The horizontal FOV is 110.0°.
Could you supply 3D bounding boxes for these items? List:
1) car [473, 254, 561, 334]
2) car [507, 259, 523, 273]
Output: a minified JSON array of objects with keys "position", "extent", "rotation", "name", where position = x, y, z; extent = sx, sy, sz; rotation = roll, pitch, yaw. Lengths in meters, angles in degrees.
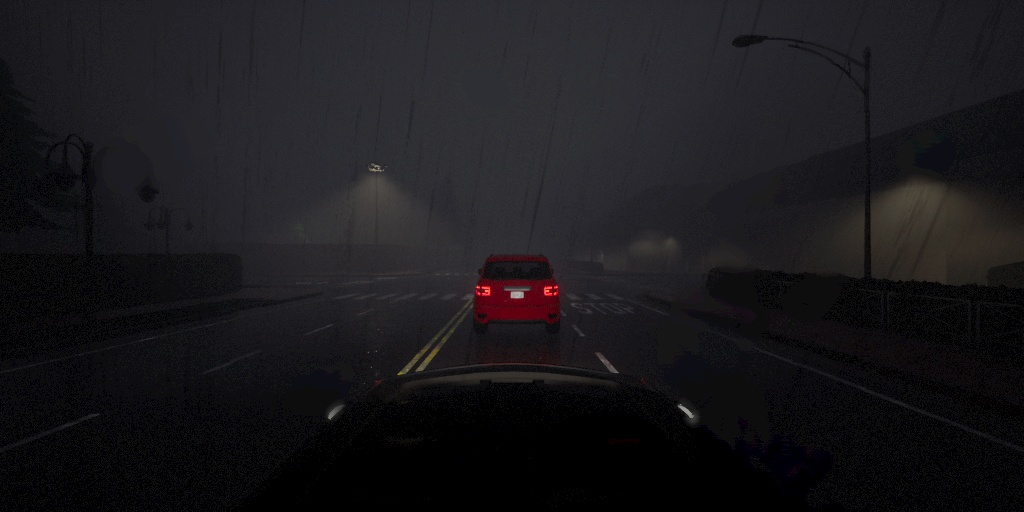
[{"position":[0.124,0.971,10.785],"extent":[2.150,2.045,5.566],"rotation":[0,0,0],"name":"car"},{"position":[0.367,1.228,45.637],"extent":[1.882,1.535,5.008],"rotation":[0,0,1],"name":"car"}]
